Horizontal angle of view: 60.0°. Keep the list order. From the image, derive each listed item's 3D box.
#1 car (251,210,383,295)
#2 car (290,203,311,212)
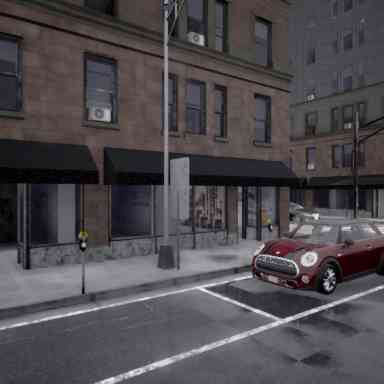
[{"bbox_3d":[3.443,1.440,8.658,4.097,1.590,1.967,0,0,-36],"label":"car"},{"bbox_3d":[7.045,1.536,24.612,2.128,1.511,4.902,0,0,-35],"label":"car"}]
